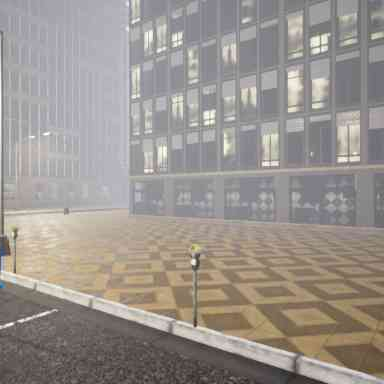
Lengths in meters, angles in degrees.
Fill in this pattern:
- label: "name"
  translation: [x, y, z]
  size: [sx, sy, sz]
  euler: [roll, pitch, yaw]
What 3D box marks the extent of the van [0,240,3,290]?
- label: "van"
  translation: [-5.636, 1.337, 7.009]
  size: [3.998, 1.788, 1.690]
  euler: [0, 0, 36]
